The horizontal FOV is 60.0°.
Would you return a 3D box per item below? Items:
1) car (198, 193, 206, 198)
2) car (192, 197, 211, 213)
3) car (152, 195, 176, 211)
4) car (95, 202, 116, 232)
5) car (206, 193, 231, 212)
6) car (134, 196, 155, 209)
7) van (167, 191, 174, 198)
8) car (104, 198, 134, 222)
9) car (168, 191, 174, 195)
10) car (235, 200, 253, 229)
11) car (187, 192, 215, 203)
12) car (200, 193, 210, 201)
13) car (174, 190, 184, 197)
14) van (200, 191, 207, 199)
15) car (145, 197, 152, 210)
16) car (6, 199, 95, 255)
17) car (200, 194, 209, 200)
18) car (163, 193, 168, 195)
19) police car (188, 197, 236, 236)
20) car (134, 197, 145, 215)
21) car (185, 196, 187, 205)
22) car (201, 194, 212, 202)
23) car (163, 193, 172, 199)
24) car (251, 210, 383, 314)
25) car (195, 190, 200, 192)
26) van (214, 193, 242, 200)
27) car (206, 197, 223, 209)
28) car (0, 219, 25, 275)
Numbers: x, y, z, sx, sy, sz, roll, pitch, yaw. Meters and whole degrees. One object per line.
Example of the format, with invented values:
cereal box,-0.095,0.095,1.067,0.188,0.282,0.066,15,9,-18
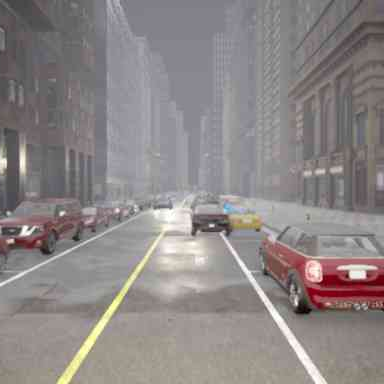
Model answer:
car,2.712,0.886,91.500,1.887,1.381,4.507,0,0,0
car,0.882,1.273,33.519,1.812,1.442,4.674,0,0,0
car,-3.113,1.290,36.392,1.994,1.385,4.181,0,0,0
car,-5.775,1.439,18.662,1.802,1.307,4.206,0,0,0
car,2.740,1.047,35.483,2.192,1.841,5.009,0,0,0
car,-5.787,1.259,41.069,1.947,1.339,4.313,0,0,0
van,-5.814,0.684,91.486,1.690,1.788,3.998,0,0,0
car,-5.778,1.255,24.262,1.967,1.590,4.097,0,0,0
car,-5.805,0.899,74.680,1.967,1.590,4.097,0,0,0
car,2.750,1.380,18.850,1.752,1.417,4.829,0,0,0
car,0.885,1.142,27.488,2.097,1.767,4.553,0,0,0
car,2.723,0.937,69.093,1.967,1.590,4.097,0,0,0
car,-3.041,0.518,78.566,2.097,1.767,4.553,0,0,0
van,2.717,0.760,80.295,1.690,1.788,3.998,0,0,0
car,-5.784,1.299,35.467,1.947,1.339,4.313,0,0,0
car,-5.772,1.215,13.058,2.192,1.841,5.009,0,0,0
car,2.721,1.040,74.696,1.802,1.307,4.206,0,0,0
car,-5.796,1.120,57.875,1.887,1.381,4.507,0,0,0
police car,0.891,1.290,17.628,1.930,1.638,5.238,0,0,0
car,-5.781,1.325,29.866,2.008,1.369,4.403,0,0,0
car,-0.024,1.155,49.942,1.812,1.442,4.674,0,0,0
car,2.727,1.101,63.492,1.947,1.339,4.313,0,0,0
car,-5.807,0.965,80.282,1.887,1.381,4.507,0,0,0
car,2.756,1.382,7.476,1.967,1.590,4.097,0,0,0
car,-0.032,0.883,64.215,2.097,1.767,4.553,0,0,0
van,2.747,1.155,24.280,1.690,1.788,3.998,0,0,0
car,2.738,1.274,41.087,1.802,1.307,4.206,0,0,0
car,-5.769,1.524,7.457,1.802,1.307,4.206,0,0,0
